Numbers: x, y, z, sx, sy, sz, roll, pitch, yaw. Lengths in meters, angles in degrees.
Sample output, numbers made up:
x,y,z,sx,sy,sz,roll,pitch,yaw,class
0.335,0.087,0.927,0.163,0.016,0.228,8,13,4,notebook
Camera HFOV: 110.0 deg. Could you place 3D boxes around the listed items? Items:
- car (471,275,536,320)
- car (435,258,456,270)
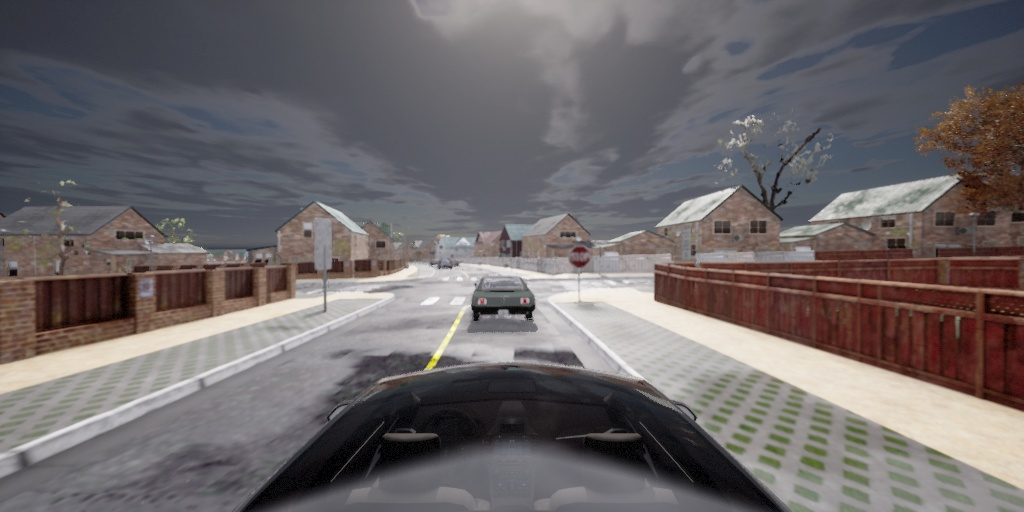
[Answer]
x,y,z,sx,sy,sz,roll,pitch,yaw,class
-0.372,1.300,12.346,1.895,1.301,4.718,0,0,-4,car
-9.797,1.267,52.619,1.994,1.385,4.181,0,0,-15,car
